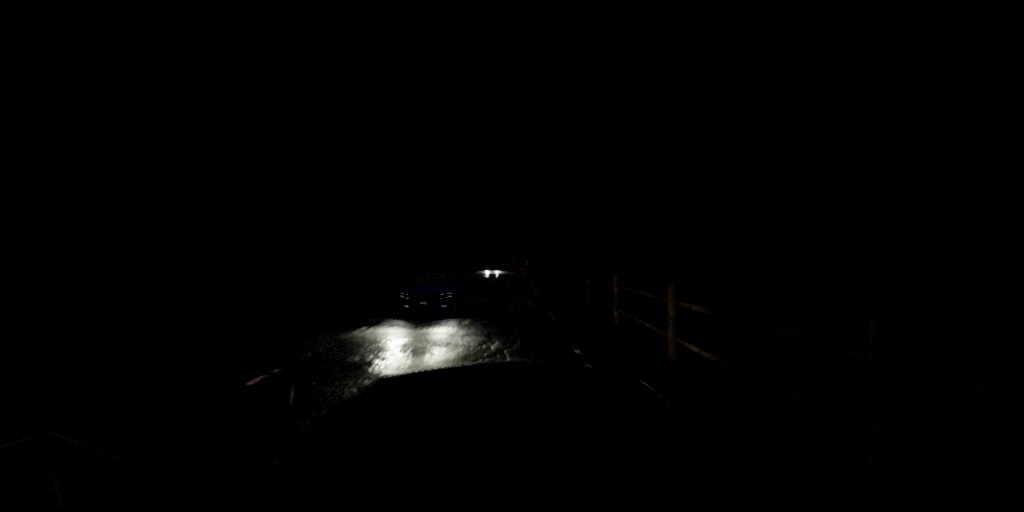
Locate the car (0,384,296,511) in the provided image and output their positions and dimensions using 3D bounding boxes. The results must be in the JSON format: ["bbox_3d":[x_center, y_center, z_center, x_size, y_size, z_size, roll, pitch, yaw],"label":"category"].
[{"bbox_3d":[-2.849,1.351,0.938,1.895,1.301,4.718,0,0,0],"label":"car"}]

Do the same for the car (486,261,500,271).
[{"bbox_3d":[-2.846,1.468,53.265,1.895,1.301,4.718,0,0,0],"label":"car"}]

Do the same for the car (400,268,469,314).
[{"bbox_3d":[-2.841,1.249,14.040,1.882,1.535,5.008,0,0,0],"label":"car"}]

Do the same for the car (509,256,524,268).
[{"bbox_3d":[0.923,1.127,65.435,2.150,2.045,5.566,0,0,0],"label":"car"}]
